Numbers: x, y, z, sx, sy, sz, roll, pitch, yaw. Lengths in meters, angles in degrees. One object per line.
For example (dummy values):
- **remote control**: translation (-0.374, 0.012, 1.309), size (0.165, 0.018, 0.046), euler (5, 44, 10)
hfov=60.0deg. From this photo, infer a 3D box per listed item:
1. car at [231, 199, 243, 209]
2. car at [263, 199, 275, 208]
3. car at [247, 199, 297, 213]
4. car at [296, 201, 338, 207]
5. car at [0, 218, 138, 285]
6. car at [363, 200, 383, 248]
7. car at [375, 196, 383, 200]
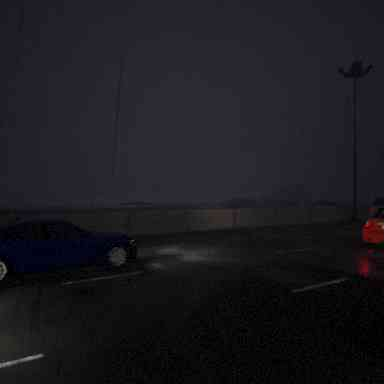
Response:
- **car**: translation (5.562, 1.454, 39.663), size (4.902, 1.511, 2.128), euler (0, 0, -27)
- **car**: translation (9.217, 1.538, 33.663), size (4.181, 1.385, 1.994), euler (0, 0, -27)
- **car**: translation (9.059, 1.517, 37.559), size (5.357, 1.411, 2.033), euler (0, 0, -26)
- **car**: translation (11.473, 1.472, 30.905), size (4.902, 1.511, 2.128), euler (0, 0, -27)
- **car**: translation (-3.982, 1.461, 9.377), size (5.008, 1.535, 1.882), euler (0, 0, -35)
- **car**: translation (9.075, 1.349, 13.472), size (4.553, 1.767, 2.097), euler (0, 0, -30)
- **car**: translation (12.901, 1.216, 19.639), size (5.566, 2.045, 2.150), euler (0, 0, -28)
